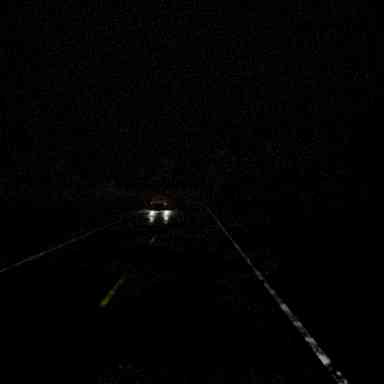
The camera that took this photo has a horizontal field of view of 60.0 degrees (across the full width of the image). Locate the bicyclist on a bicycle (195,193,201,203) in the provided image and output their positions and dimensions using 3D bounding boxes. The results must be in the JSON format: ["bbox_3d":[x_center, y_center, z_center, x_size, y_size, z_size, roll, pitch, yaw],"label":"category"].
[{"bbox_3d":[1.012,0.983,56.756,0.866,1.612,1.509,0,0,0],"label":"bicyclist on a bicycle"}]

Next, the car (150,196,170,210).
[{"bbox_3d":[-3.548,1.176,37.466,1.882,1.535,5.008,0,0,0],"label":"car"}]

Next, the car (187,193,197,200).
[{"bbox_3d":[0.082,0.976,68.906,1.812,1.442,4.674,0,0,0],"label":"car"}]

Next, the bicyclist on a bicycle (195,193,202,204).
[{"bbox_3d":[1.001,1.056,47.436,0.866,1.612,1.509,0,0,0],"label":"bicyclist on a bicycle"}]

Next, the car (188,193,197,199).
[{"bbox_3d":[0.095,0.903,79.541,2.033,1.411,5.357,0,0,0],"label":"car"}]
